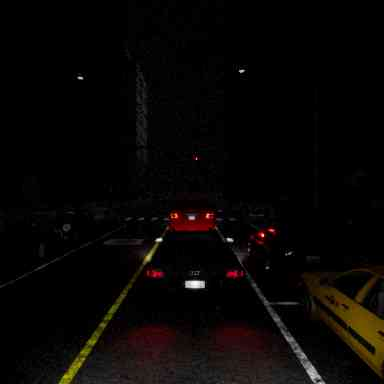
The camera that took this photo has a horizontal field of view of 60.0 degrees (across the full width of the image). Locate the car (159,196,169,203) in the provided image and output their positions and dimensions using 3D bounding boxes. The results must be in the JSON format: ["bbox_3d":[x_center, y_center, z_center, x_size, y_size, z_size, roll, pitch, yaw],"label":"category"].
[{"bbox_3d":[-5.775,1.602,68.815,1.802,1.307,4.206,0,0,0],"label":"car"}]

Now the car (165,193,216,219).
[{"bbox_3d":[0.000,1.223,17.169,2.150,2.045,5.566,0,0,0],"label":"car"}]

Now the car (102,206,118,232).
[{"bbox_3d":[-5.767,1.527,20.362,1.752,1.417,4.829,0,0,0],"label":"car"}]

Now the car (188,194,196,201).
[{"bbox_3d":[-0.015,1.389,89.001,2.097,1.767,4.553,0,0,0],"label":"car"}]

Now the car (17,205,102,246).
[{"bbox_3d":[-5.766,1.441,15.075,1.967,1.590,4.097,0,0,0],"label":"car"}]

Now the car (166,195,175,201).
[{"bbox_3d":[-5.778,1.585,90.566,2.008,1.369,4.403,0,0,0],"label":"car"}]

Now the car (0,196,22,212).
[{"bbox_3d":[-17.922,1.169,31.989,4.902,1.511,2.128,1,0,0],"label":"car"}]

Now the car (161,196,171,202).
[{"bbox_3d":[-5.776,1.549,74.083,1.752,1.417,4.829,0,0,0],"label":"car"}]

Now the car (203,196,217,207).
[{"bbox_3d":[2.753,1.452,52.504,1.967,1.590,4.097,0,0,0],"label":"car"}]

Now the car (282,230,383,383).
[{"bbox_3d":[2.761,1.525,4.335,1.752,1.417,4.829,0,0,0],"label":"car"}]

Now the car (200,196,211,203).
[{"bbox_3d":[2.751,1.571,68.816,2.008,1.369,4.403,0,0,0],"label":"car"}]

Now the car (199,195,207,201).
[{"bbox_3d":[2.748,1.556,85.299,1.752,1.417,4.829,0,0,0],"label":"car"}]

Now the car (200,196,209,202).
[{"bbox_3d":[2.750,1.568,74.254,1.887,1.381,4.507,0,0,0],"label":"car"}]

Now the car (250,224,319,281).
[{"bbox_3d":[2.760,1.566,9.622,1.947,1.339,4.313,0,0,0],"label":"car"}]

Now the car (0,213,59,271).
[{"bbox_3d":[-5.765,1.545,9.618,1.887,1.381,4.507,0,0,0],"label":"car"}]

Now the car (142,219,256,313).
[{"bbox_3d":[0.058,1.564,7.749,1.994,1.385,4.181,0,0,0],"label":"car"}]

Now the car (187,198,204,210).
[{"bbox_3d":[0.354,1.555,44.855,2.033,1.411,5.357,0,0,-3],"label":"car"}]

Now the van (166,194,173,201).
[{"bbox_3d":[-5.778,1.372,85.128,1.690,1.788,3.998,0,0,0],"label":"van"}]

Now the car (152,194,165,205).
[{"bbox_3d":[-5.773,1.329,57.940,2.192,1.841,5.009,0,0,0],"label":"car"}]
